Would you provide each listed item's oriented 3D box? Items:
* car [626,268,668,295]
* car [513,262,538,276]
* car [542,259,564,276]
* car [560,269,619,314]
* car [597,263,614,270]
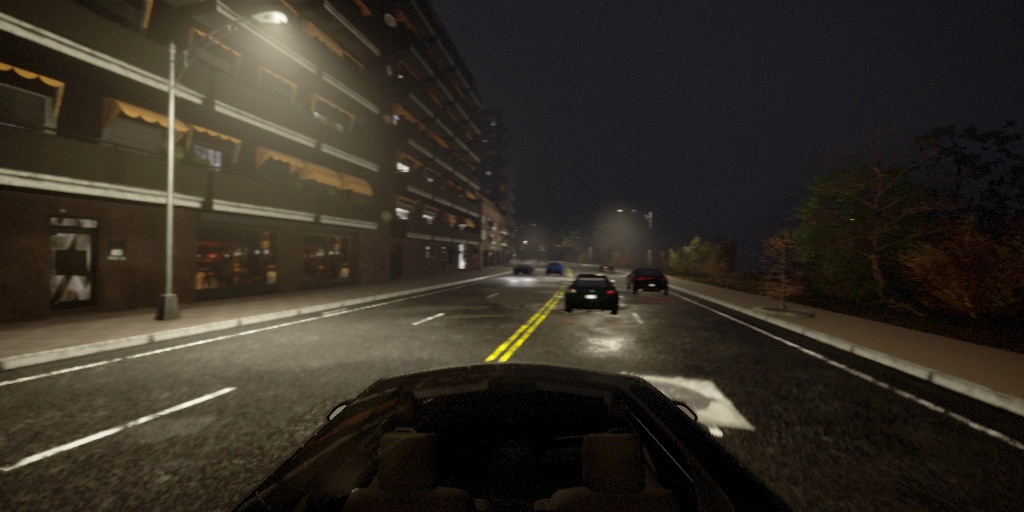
[{"bbox_3d":[8.108,1.450,21.876,1.882,1.535,5.008,1,0,12],"label":"car"},{"bbox_3d":[1.301,1.492,39.298,1.895,1.301,4.718,1,0,10],"label":"car"},{"bbox_3d":[4.833,1.440,40.640,1.882,1.535,5.008,1,-1,10],"label":"car"},{"bbox_3d":[3.217,1.418,14.566,1.994,1.385,4.181,1,0,12],"label":"car"},{"bbox_3d":[13.015,1.650,49.707,1.837,1.490,4.892,1,0,8],"label":"car"}]
